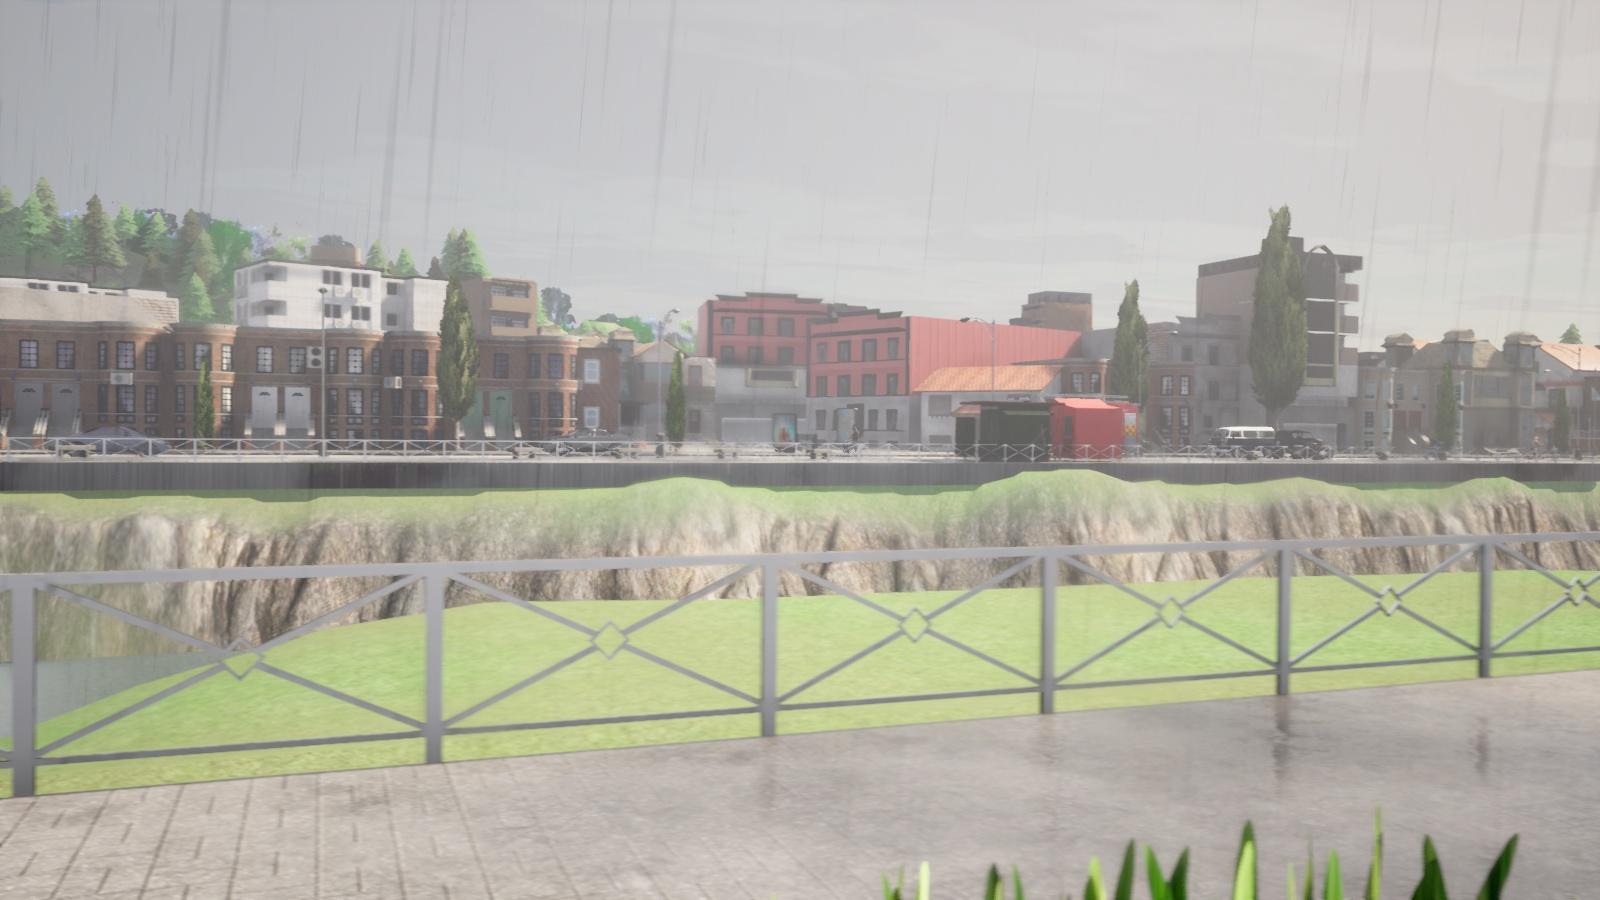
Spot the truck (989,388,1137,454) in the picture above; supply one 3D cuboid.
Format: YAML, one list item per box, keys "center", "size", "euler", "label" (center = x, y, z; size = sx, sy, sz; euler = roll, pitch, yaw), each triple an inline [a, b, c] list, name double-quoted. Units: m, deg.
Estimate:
- center: [15.853, -1.771, 75.782]
  size: [8.468, 3.827, 2.891]
  euler: [-1, 1, -20]
  label: "truck"

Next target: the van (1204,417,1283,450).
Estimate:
- center: [28.434, -1.097, 80.573]
  size: [4.480, 2.038, 2.069]
  euler: [-1, 1, -21]
  label: "van"

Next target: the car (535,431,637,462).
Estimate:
- center: [-11.156, -0.191, 65.528]
  size: [4.902, 1.511, 2.128]
  euler: [-1, 1, -21]
  label: "car"

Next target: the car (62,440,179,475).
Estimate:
- center: [-29.324, 0.295, 54.343]
  size: [4.181, 1.385, 1.994]
  euler: [-1, 1, -21]
  label: "car"

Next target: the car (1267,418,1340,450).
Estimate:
- center: [30.980, -0.998, 77.264]
  size: [3.866, 1.878, 1.905]
  euler: [-1, 1, -21]
  label: "car"
